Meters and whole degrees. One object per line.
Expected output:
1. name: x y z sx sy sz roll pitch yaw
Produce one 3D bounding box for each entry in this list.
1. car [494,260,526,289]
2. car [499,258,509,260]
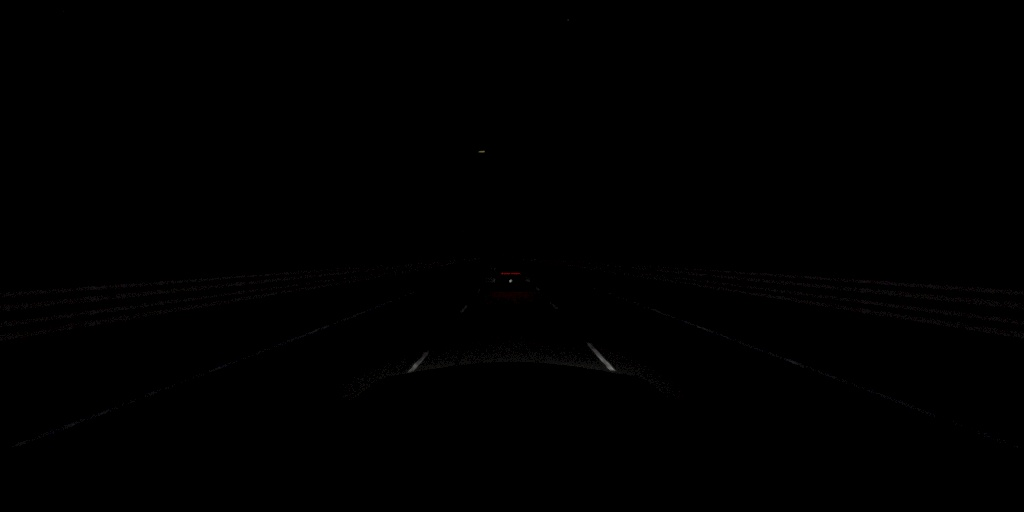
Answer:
1. car: -0.119 1.242 23.177 2.128 1.511 4.902 0 0 -1
2. car: -1.165 1.107 51.706 2.097 1.767 4.553 0 0 -2
